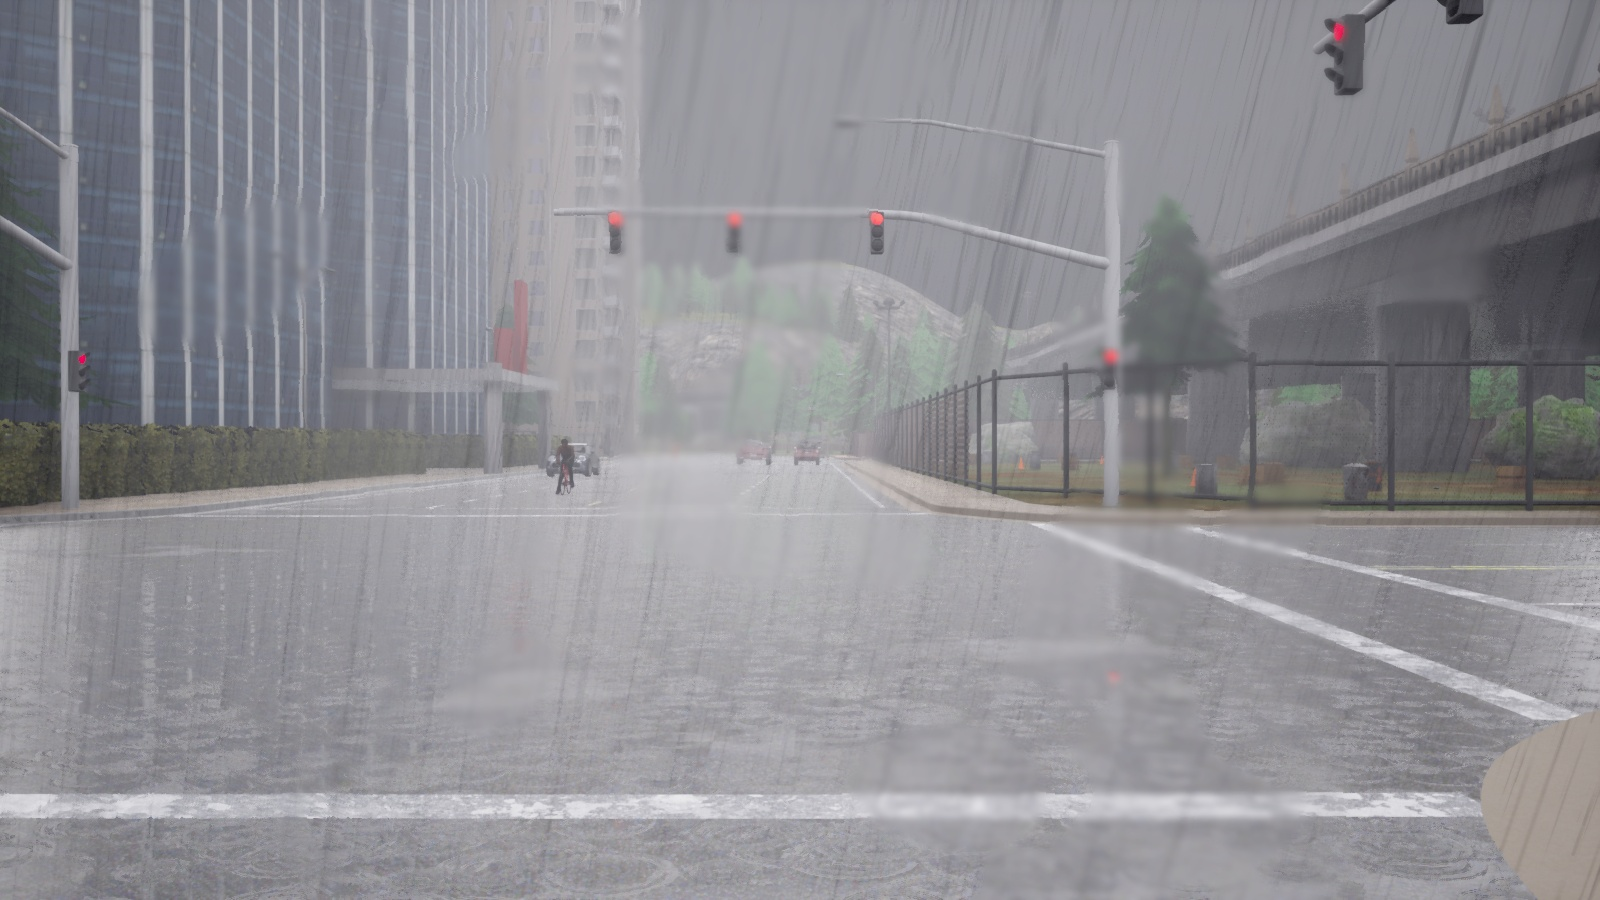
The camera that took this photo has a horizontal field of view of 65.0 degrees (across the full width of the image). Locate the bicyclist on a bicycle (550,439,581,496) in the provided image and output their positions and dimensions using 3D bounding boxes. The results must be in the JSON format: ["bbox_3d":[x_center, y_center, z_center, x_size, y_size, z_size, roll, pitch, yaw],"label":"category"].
[{"bbox_3d":[-6.795,0.488,36.405,0.582,1.620,1.656,0,1,0],"label":"bicyclist on a bicycle"}]

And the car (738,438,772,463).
[{"bbox_3d":[-3.036,0.039,85.718,2.152,1.651,5.027,0,0,0],"label":"car"}]

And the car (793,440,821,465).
[{"bbox_3d":[0.474,0.158,86.290,1.851,1.617,3.988,0,0,0],"label":"car"}]

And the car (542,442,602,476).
[{"bbox_3d":[-10.190,0.385,56.420,1.970,1.475,3.806,0,0,0],"label":"car"}]
